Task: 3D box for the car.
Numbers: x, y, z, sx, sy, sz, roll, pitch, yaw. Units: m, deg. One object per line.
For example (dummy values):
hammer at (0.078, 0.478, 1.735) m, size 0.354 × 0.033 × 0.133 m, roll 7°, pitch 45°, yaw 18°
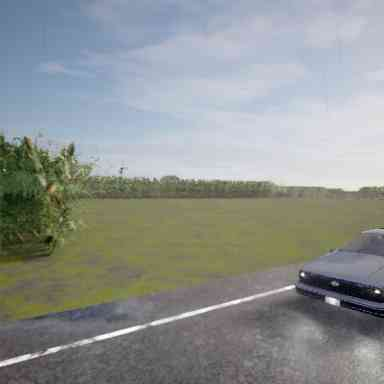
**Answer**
car at (4.646, 1.577, 7.541) m, size 5.357 × 1.411 × 2.033 m, roll 0°, pitch 0°, yaw -37°
